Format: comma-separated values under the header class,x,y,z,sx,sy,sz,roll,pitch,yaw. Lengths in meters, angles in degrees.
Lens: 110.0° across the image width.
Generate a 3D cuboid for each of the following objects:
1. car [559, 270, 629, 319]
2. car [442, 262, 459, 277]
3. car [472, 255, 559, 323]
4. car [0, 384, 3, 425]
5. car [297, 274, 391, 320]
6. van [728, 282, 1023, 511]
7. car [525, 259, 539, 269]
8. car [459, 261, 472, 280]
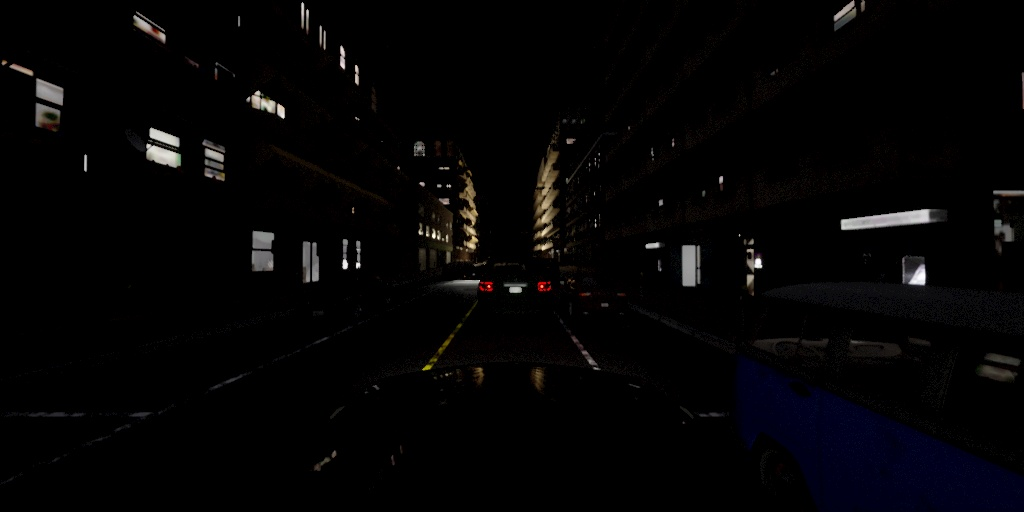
class,x,y,z,sx,sy,sz,roll,pitch,yaw
car,2.695,1.291,12.660,1.888,1.381,4.507,0,0,0
car,-5.680,1.284,34.987,1.888,1.381,4.507,0,0,0
car,0.090,0.970,12.165,2.150,2.045,5.566,0,0,0
car,-5.689,1.316,1.561,1.948,1.339,4.313,0,0,0
car,-5.686,1.312,12.702,1.948,1.339,4.313,0,0,0
van,2.691,1.091,1.519,1.690,1.789,3.998,0,0,0
car,3.016,1.239,55.423,1.837,1.490,4.892,0,0,0
car,-3.090,1.304,30.932,1.994,1.385,4.181,0,0,0
